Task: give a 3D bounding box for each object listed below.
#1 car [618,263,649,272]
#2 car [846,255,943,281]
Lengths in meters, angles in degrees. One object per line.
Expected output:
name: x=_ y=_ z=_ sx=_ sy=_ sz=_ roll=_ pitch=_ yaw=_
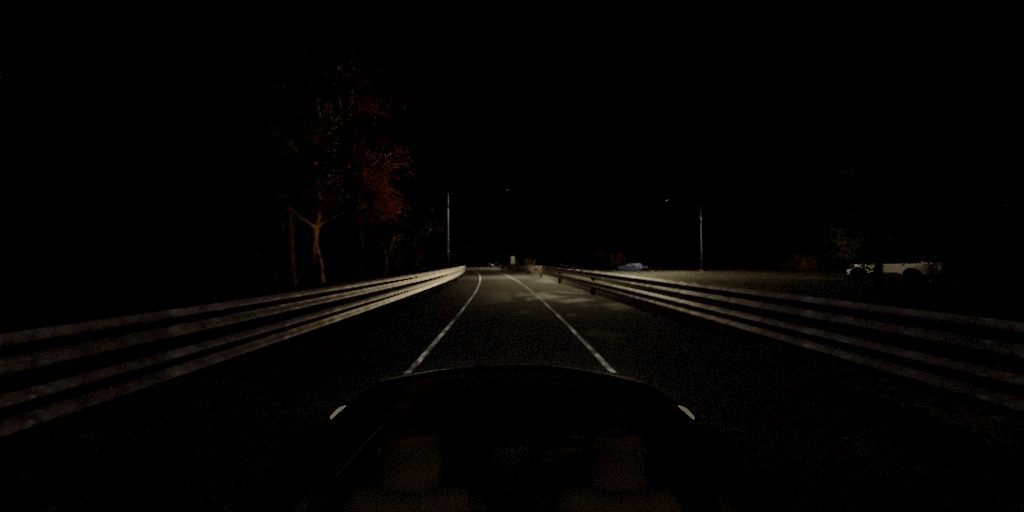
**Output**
car: x=19.296 y=1.815 z=57.253 sx=2.033 sy=1.411 sz=5.357 roll=0 pitch=-1 yaw=-25
car: x=31.793 y=0.973 z=30.035 sx=2.150 sy=2.045 sz=5.566 roll=0 pitch=-1 yaw=-25
